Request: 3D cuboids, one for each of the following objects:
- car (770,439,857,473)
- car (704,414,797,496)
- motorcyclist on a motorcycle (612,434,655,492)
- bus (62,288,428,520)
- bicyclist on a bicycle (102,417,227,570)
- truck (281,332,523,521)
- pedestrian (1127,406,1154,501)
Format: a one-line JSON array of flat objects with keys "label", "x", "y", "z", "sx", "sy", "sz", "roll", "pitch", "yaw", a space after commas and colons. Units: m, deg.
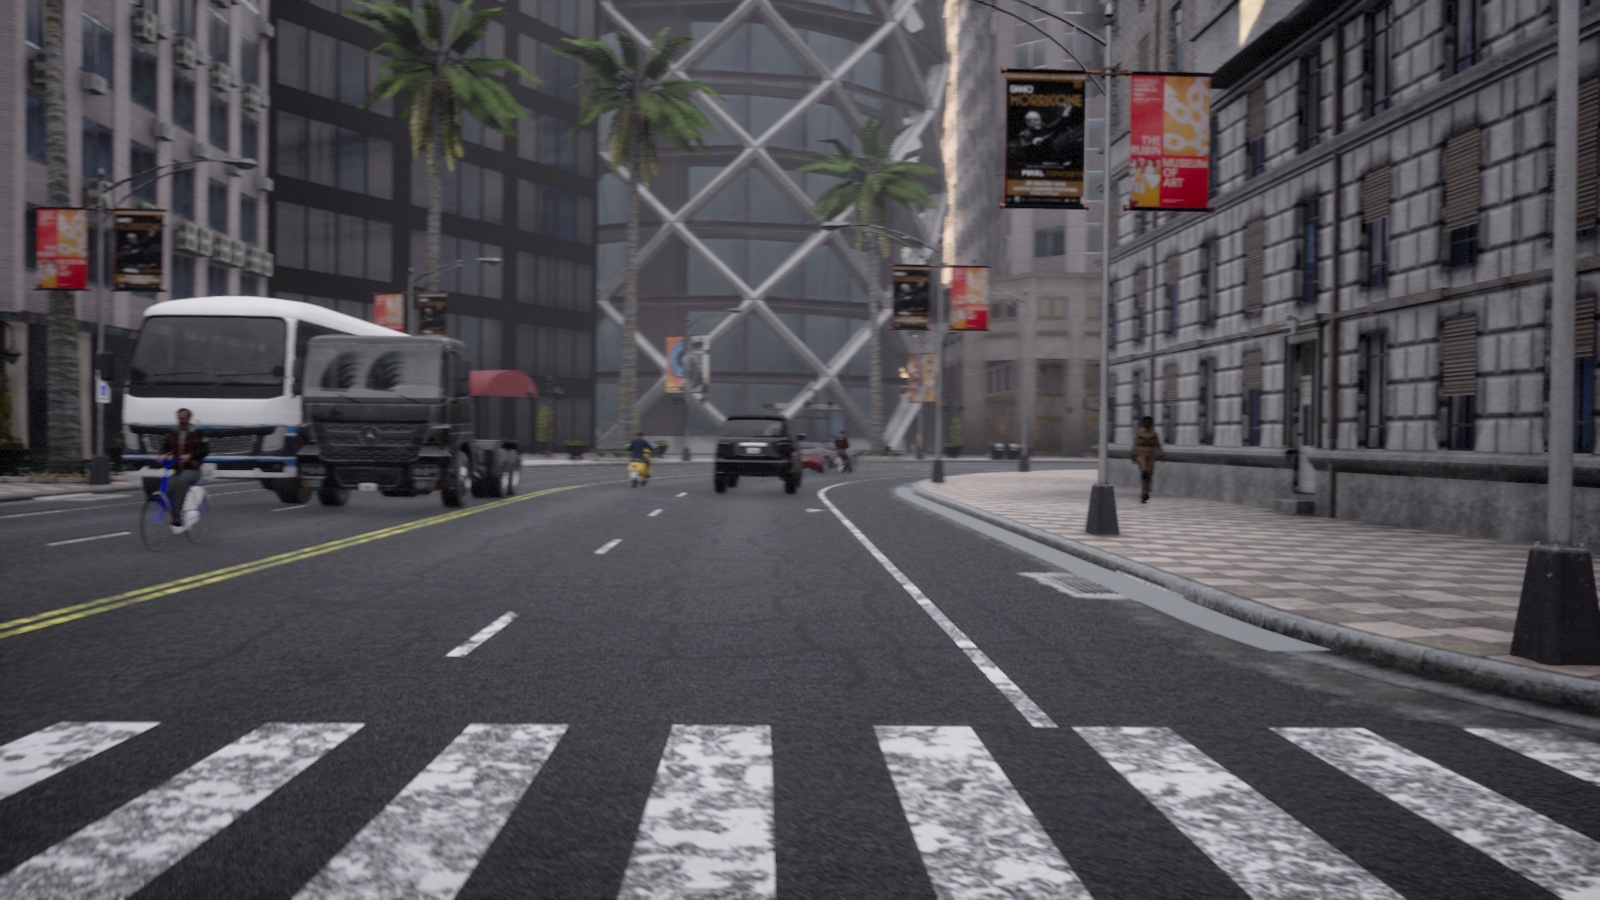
[{"label": "car", "x": 0.617, "y": 0.230, "z": 53.293, "sx": 1.994, "sy": 1.385, "sz": 4.181, "roll": 0, "pitch": 1, "yaw": 27}, {"label": "car", "x": -1.248, "y": 0.098, "z": 34.353, "sx": 2.150, "sy": 2.045, "sz": 5.566, "roll": 0, "pitch": 1, "yaw": 2}, {"label": "motorcyclist on a motorcycle", "x": -4.666, "y": 0.345, "z": 35.355, "sx": 0.866, "sy": 1.590, "sz": 1.817, "roll": 0, "pitch": 1, "yaw": 4}, {"label": "bus", "x": -11.758, "y": -0.862, "z": 28.302, "sx": 3.944, "sy": 4.253, "sz": 10.273, "roll": 0, "pitch": 0, "yaw": -2}, {"label": "bicyclist on a bicycle", "x": -7.817, "y": 0.493, "z": 15.538, "sx": 0.659, "sy": 1.776, "sz": 1.843, "roll": 0, "pitch": 1, "yaw": -3}, {"label": "truck", "x": -8.204, "y": -0.479, "z": 27.091, "sx": 2.891, "sy": 3.462, "sz": 7.936, "roll": 0, "pitch": 1, "yaw": -2}, {"label": "pedestrian", "x": 7.040, "y": 0.067, "z": 25.985, "sx": 0.396, "sy": 1.930, "sz": 0.692, "roll": 0, "pitch": 1, "yaw": 3}]
